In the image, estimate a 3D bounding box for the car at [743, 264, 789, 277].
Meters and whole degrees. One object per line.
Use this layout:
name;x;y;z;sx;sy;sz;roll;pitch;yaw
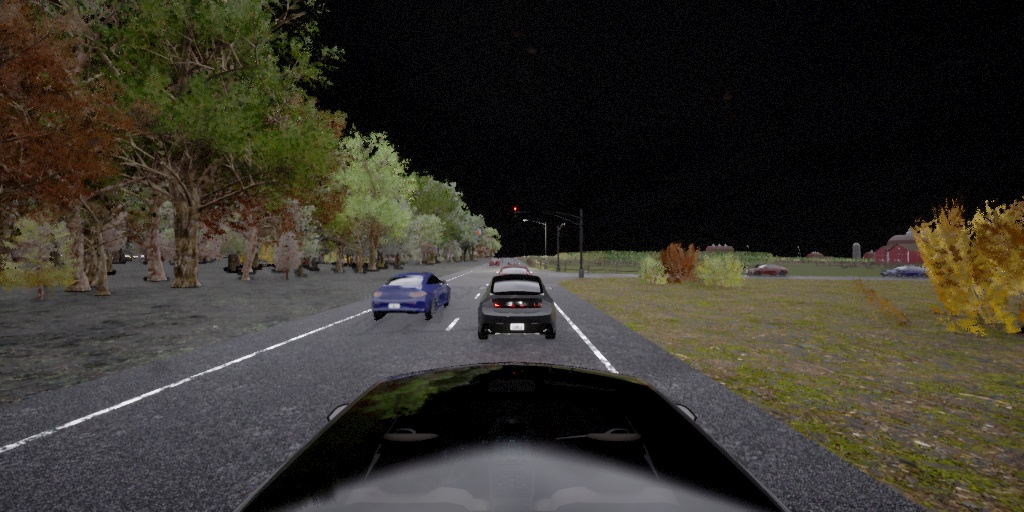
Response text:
car;29.749;1.657;42.049;4.674;1.442;1.812;1;-1;0

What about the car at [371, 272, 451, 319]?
car;-3.385;1.278;12.623;1.812;1.442;4.674;0;0;0

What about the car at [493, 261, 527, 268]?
car;0.128;1.232;19.413;1.882;1.535;5.008;0;0;0

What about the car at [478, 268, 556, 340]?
car;0.112;1.257;10.049;1.837;1.490;4.892;0;0;0

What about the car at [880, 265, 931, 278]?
car;45.997;1.835;41.921;4.674;1.442;1.812;1;-1;1

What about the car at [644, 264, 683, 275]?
car;18.057;1.496;42.140;4.902;1.511;2.128;1;-1;1
